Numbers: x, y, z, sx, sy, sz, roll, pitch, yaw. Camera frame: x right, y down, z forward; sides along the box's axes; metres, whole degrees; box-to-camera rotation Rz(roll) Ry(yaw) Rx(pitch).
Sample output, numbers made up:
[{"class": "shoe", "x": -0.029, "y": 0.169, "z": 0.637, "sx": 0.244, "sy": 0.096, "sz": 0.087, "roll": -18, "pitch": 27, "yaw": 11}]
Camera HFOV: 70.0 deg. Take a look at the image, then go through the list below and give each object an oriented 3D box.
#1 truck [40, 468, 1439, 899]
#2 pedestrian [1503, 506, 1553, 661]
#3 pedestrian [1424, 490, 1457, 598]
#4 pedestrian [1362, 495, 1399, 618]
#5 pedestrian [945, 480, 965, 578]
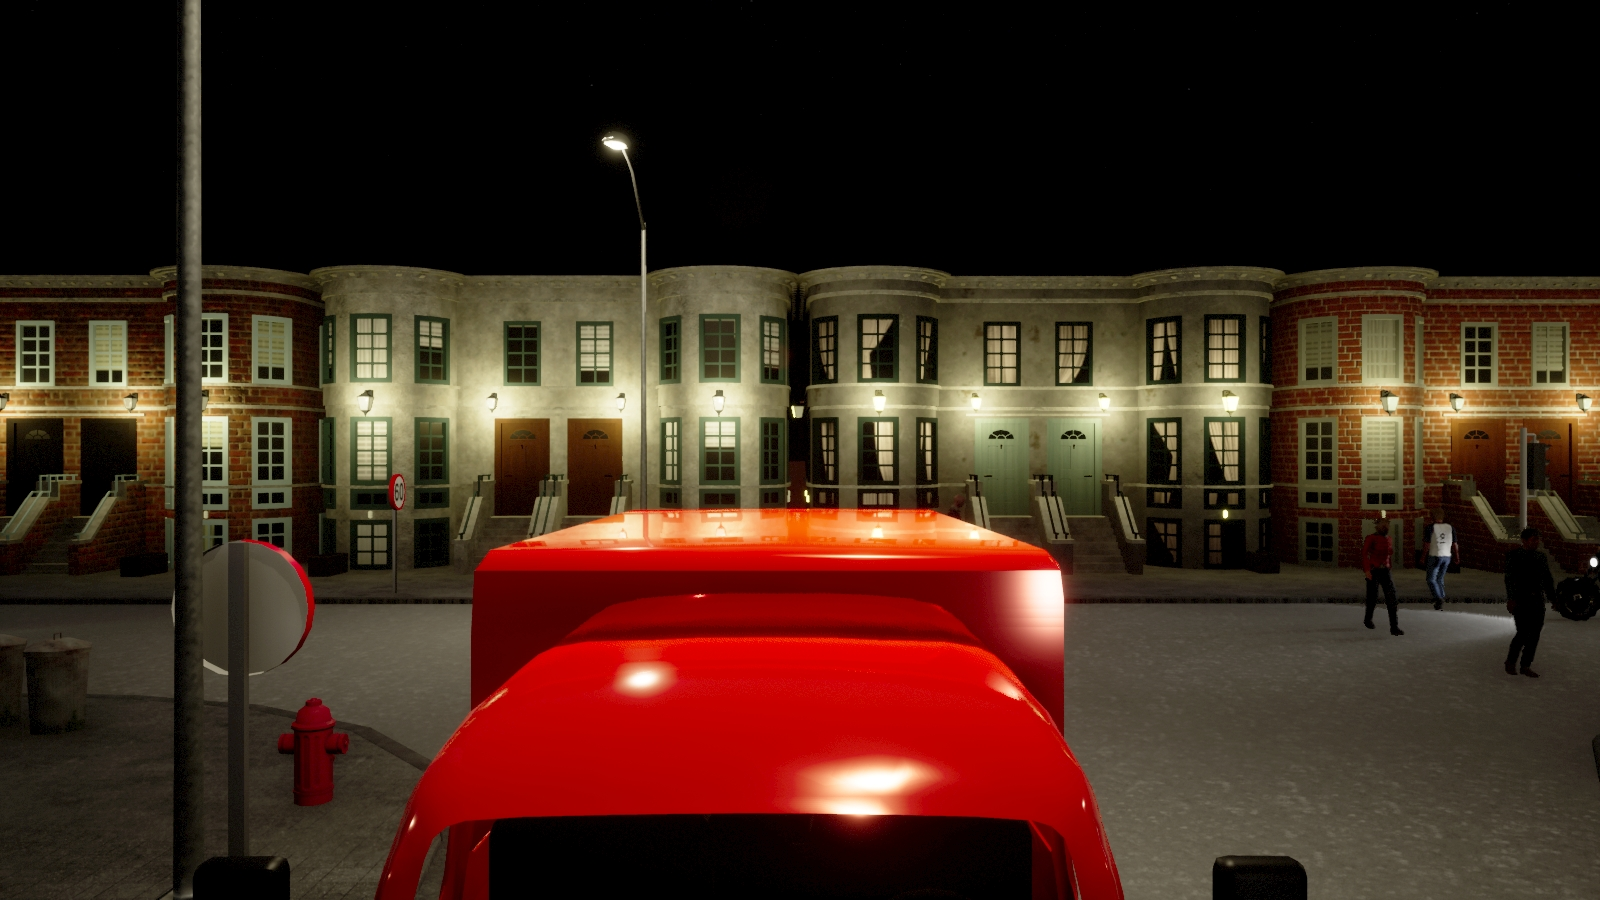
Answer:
[{"class": "truck", "x": -0.117, "y": 1.348, "z": 4.748, "sx": 2.627, "sy": 2.467, "sz": 5.204, "roll": 0, "pitch": 0, "yaw": 0}, {"class": "pedestrian", "x": 8.943, "y": 1.629, "z": 14.050, "sx": 0.375, "sy": 1.860, "sz": 0.375, "roll": 0, "pitch": 0, "yaw": 0}, {"class": "pedestrian", "x": 11.165, "y": 1.629, "z": 19.923, "sx": 0.375, "sy": 1.860, "sz": 0.375, "roll": 0, "pitch": 0, "yaw": 4}, {"class": "pedestrian", "x": 8.915, "y": 1.628, "z": 17.551, "sx": 0.375, "sy": 1.860, "sz": 0.375, "roll": 0, "pitch": 0, "yaw": 0}, {"class": "pedestrian", "x": 3.007, "y": 1.525, "z": 22.161, "sx": 0.375, "sy": 1.860, "sz": 0.375, "roll": 0, "pitch": 0, "yaw": 11}]
